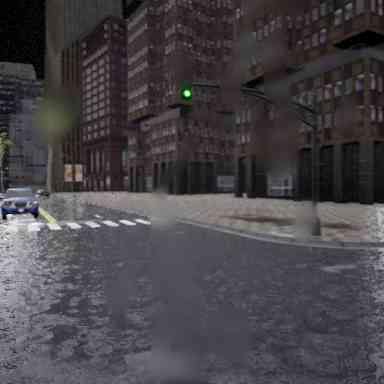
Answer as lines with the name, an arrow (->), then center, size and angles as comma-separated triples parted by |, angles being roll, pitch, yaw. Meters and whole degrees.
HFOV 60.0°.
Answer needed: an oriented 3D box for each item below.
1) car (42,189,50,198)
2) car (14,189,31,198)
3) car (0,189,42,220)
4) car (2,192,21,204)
car -> -27.821, 0.273, 61.833 | 1.837, 1.490, 4.892 | -1, 1, -34
car -> -30.835, 0.299, 60.482 | 2.128, 1.511, 4.902 | -1, 2, -35
car -> -12.442, 0.779, 24.066 | 2.150, 2.045, 5.566 | -1, 1, -29
car -> -23.126, 0.745, 42.555 | 1.994, 1.385, 4.181 | -1, 1, -31
